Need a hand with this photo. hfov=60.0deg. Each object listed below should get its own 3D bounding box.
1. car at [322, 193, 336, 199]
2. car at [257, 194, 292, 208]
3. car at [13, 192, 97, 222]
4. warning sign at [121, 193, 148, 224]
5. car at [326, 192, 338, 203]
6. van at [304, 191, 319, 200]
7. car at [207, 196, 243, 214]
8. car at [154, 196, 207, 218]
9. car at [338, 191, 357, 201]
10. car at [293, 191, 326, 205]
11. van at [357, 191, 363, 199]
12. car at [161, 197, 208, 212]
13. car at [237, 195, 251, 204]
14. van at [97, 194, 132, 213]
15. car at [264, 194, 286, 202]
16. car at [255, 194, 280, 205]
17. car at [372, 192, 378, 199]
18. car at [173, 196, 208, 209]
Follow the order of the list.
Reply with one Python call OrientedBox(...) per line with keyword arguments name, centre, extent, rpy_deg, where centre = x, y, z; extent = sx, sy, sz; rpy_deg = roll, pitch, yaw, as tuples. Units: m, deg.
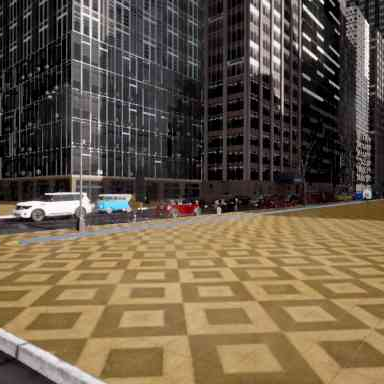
OrientedBox(name="car", centre=(33.123, 0.829, 80.165), extent=(1.947, 1.339, 4.313), rpy_deg=(1, 1, 40))
OrientedBox(name="car", centre=(9.938, 1.244, 40.094), extent=(1.802, 1.307, 4.206), rpy_deg=(1, 1, 40))
OrientedBox(name="car", centre=(-10.399, 1.059, 25.193), extent=(2.150, 2.045, 5.566), rpy_deg=(0, 1, 40))
OrientedBox(name="warning sign", centre=(-3.545, 0.977, 20.655), extent=(1.300, 1.860, 1.060), rpy_deg=(0, 0, 40))
OrientedBox(name="car", centre=(21.019, 0.839, 53.070), extent=(2.192, 1.841, 5.009), rpy_deg=(1, 1, 40))
OrientedBox(name="van", centre=(25.737, 0.694, 71.507), extent=(1.690, 1.788, 3.998), rpy_deg=(1, 1, 40))
OrientedBox(name="car", centre=(2.602, 1.320, 31.398), extent=(1.947, 1.339, 4.313), rpy_deg=(1, 1, 40))
OrientedBox(name="car", centre=(-1.047, 1.240, 27.033), extent=(1.967, 1.590, 4.097), rpy_deg=(1, 1, 40))
OrientedBox(name="car", centre=(28.515, 0.957, 61.856), extent=(1.752, 1.417, 4.829), rpy_deg=(1, 1, 40))
OrientedBox(name="car", centre=(17.325, 0.885, 48.744), extent=(2.192, 1.841, 5.009), rpy_deg=(1, 1, 40))
OrientedBox(name="van", centre=(35.792, 0.683, 70.379), extent=(1.690, 1.788, 3.998), rpy_deg=(1, 1, 40))
OrientedBox(name="car", centre=(-0.740, 1.264, 36.509), extent=(2.033, 1.411, 5.357), rpy_deg=(0, 1, 40))
OrientedBox(name="car", centre=(7.268, 1.148, 49.876), extent=(1.947, 1.339, 4.313), rpy_deg=(1, 1, 40))
OrientedBox(name="van", centre=(-7.594, 1.107, 32.645), extent=(1.690, 1.788, 3.998), rpy_deg=(1, 1, 40))
OrientedBox(name="car", centre=(14.656, 1.056, 58.530), extent=(1.947, 1.339, 4.313), rpy_deg=(1, 1, 40))
OrientedBox(name="car", centre=(11.594, 1.118, 50.808), extent=(1.812, 1.442, 4.674), rpy_deg=(0, 1, 40))
OrientedBox(name="car", centre=(39.484, 0.847, 74.709), extent=(2.008, 1.369, 4.403), rpy_deg=(1, 1, 40))
OrientedBox(name="car", centre=(-0.123, 1.219, 41.229), extent=(1.887, 1.381, 4.507), rpy_deg=(1, 1, 40))
